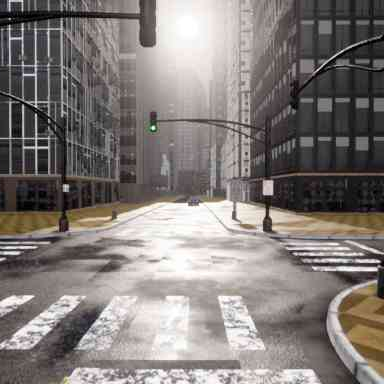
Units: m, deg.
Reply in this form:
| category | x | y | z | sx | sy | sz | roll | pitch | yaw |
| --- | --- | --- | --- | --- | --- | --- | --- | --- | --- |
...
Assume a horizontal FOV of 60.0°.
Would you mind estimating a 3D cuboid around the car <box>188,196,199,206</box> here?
| category | x | y | z | sx | sy | sz | roll | pitch | yaw |
| --- | --- | --- | --- | --- | --- | --- | --- | --- | --- |
| car | 0.258 | 1.632 | 56.279 | 1.895 | 1.301 | 4.718 | 0 | 0 | 0 |

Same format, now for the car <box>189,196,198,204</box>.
| category | x | y | z | sx | sy | sz | roll | pitch | yaw |
| --- | --- | --- | --- | --- | --- | --- | --- | --- | --- |
| car | 0.304 | 1.570 | 66.267 | 1.812 | 1.442 | 4.674 | 0 | 0 | 0 |
